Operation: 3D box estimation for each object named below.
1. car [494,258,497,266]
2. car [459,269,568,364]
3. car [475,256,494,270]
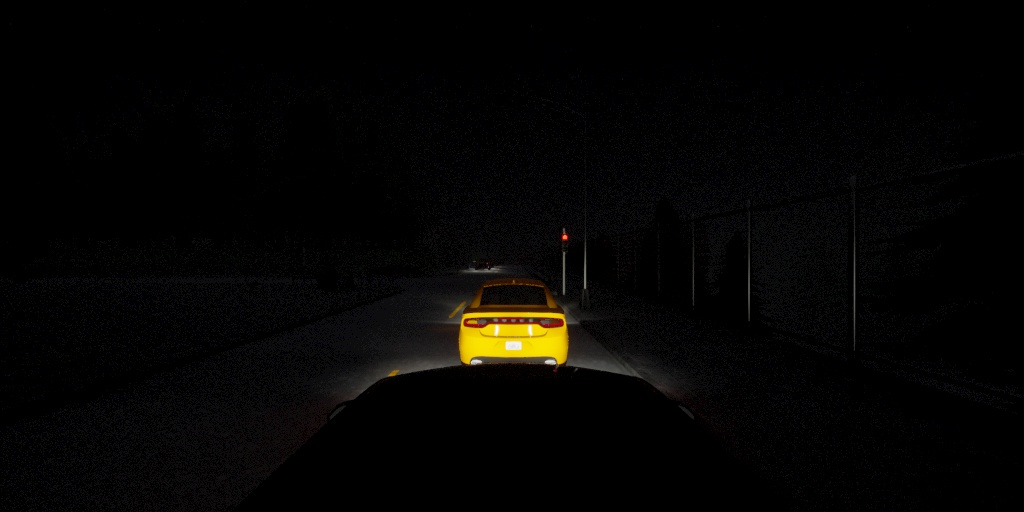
[{"bbox_3d":[-4.109,1.351,62.236,1.895,1.301,4.718,0,0,0],"label":"car"},{"bbox_3d":[0.043,1.228,7.991,1.882,1.535,5.008,0,0,0],"label":"car"},{"bbox_3d":[-4.123,1.102,51.959,2.097,1.767,4.553,0,0,0],"label":"car"}]
